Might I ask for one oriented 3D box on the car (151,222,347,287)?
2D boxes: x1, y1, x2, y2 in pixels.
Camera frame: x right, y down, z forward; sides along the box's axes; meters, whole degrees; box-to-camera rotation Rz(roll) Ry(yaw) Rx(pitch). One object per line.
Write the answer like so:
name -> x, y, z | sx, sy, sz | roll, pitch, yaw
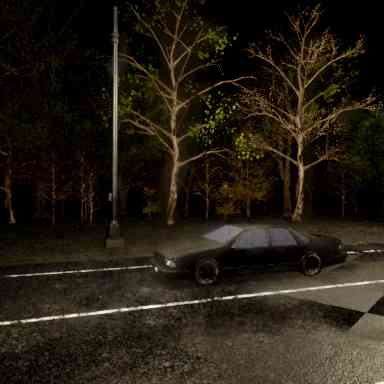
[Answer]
car -> 1.632, 1.569, 9.220 | 5.357, 1.411, 2.033 | 0, 0, -19
